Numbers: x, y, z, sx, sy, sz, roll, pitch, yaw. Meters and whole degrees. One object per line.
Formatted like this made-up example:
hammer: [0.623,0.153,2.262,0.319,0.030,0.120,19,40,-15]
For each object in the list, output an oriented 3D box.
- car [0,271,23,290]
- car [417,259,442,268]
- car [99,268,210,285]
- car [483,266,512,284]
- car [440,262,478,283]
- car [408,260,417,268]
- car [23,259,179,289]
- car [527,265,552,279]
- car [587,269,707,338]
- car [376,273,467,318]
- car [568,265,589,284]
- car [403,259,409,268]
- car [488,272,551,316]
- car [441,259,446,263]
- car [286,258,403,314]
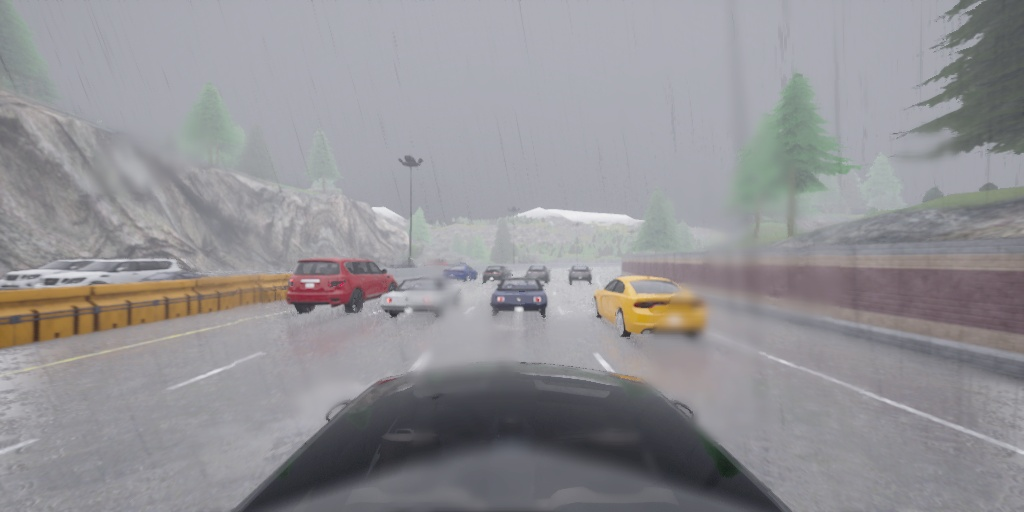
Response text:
car: [-27.274,1.192,22.399,2.150,2.045,5.566,0,-1,6]
car: [-12.460,1.568,57.976,2.150,2.045,5.566,0,-1,19]
car: [-17.077,1.487,17.952,1.994,1.385,4.181,0,-1,4]
car: [-1.213,1.565,31.013,1.837,1.490,4.892,0,-1,10]
car: [-4.500,1.554,32.490,1.882,1.535,5.008,0,-1,10]
car: [-15.106,1.904,60.929,1.812,1.442,4.674,0,-1,20]
car: [-20.553,1.152,18.786,2.150,2.045,5.566,0,0,4]
car: [2.321,1.551,30.905,2.128,1.511,4.902,0,-1,10]
car: [3.713,1.321,10.522,1.882,1.535,5.008,0,-1,1]
car: [-3.166,1.478,13.655,1.895,1.301,4.718,0,-1,3]
car: [5.869,1.550,30.893,2.128,1.511,4.902,0,-1,10]
car: [-18.752,1.602,61.221,2.150,2.045,5.566,0,-1,19]
car: [0.350,1.481,13.986,1.895,1.301,4.718,0,-1,3]
car: [-8.874,1.695,57.577,2.097,1.767,4.553,0,-1,20]
car: [-6.621,1.109,14.676,2.150,2.045,5.566,0,-1,3]
